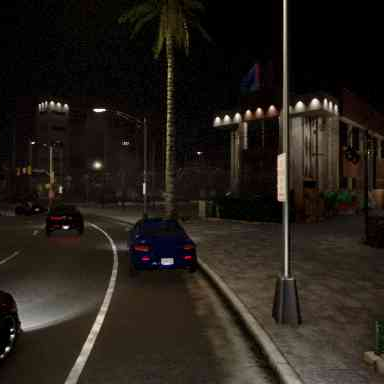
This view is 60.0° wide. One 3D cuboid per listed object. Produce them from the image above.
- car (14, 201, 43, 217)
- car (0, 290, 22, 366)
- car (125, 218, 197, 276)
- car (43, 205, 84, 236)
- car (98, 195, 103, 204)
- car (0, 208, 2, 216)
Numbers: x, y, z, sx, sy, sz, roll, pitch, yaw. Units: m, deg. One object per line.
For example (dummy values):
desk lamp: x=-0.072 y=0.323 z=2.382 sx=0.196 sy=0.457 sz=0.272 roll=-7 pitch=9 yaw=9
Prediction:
car: x=-15.277 y=1.548 z=31.410 sx=1.994 sy=1.385 sz=4.181 roll=0 pitch=0 yaw=-42
car: x=-3.356 y=1.561 z=3.064 sx=1.994 sy=1.385 sz=4.181 roll=0 pitch=0 yaw=-3
car: x=-1.073 y=1.524 z=10.346 sx=1.812 sy=1.442 sz=4.674 roll=0 pitch=0 yaw=-12
car: x=-7.225 y=1.497 z=18.768 sx=1.837 sy=1.490 sz=4.892 roll=1 pitch=0 yaw=-23
car: x=-14.576 y=1.238 z=56.454 sx=4.553 sy=1.767 sz=2.185 roll=0 pitch=0 yaw=42
car: x=-18.688 y=1.507 z=30.027 sx=1.812 sy=1.442 sz=4.674 roll=0 pitch=0 yaw=-43
